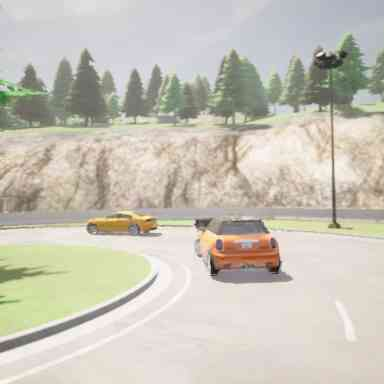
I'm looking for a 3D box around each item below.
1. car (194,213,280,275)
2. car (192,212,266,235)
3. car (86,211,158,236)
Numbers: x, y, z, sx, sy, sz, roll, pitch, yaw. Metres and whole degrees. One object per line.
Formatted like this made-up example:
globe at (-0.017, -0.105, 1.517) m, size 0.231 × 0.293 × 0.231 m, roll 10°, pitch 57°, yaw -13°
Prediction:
car at (1.379, 1.597, 11.568) m, size 2.097 × 1.767 × 4.553 m, roll -1°, pitch -1°, yaw -5°
car at (2.406, 2.076, 22.648) m, size 4.718 × 1.301 × 1.895 m, roll -2°, pitch -2°, yaw 40°
car at (-4.750, 2.060, 22.436) m, size 5.008 × 1.535 × 1.882 m, roll -1°, pitch -2°, yaw 18°
